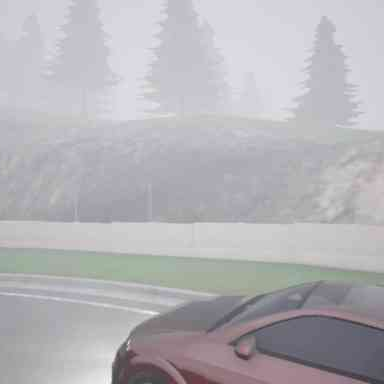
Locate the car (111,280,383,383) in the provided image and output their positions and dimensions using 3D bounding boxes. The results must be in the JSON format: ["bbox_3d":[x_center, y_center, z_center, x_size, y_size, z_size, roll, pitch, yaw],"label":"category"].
[{"bbox_3d":[1.235,1.571,3.029,4.181,1.385,1.994,-1,0,34],"label":"car"}]
